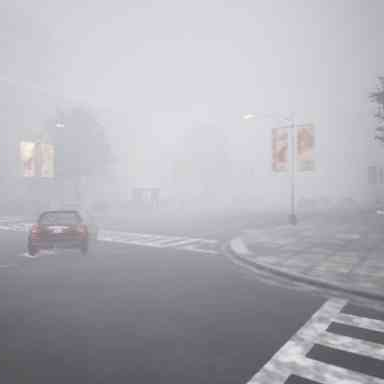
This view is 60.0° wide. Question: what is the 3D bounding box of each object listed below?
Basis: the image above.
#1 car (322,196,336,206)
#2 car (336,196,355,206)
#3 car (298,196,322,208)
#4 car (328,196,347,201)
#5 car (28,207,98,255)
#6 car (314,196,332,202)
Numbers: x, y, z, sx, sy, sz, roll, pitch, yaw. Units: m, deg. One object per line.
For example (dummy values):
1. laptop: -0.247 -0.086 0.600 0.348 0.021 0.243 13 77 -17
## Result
1. car: 23.813 1.613 59.742 2.128 1.511 4.902 -1 0 36
2. car: 27.166 1.658 58.241 1.994 1.385 4.181 -1 0 37
3. car: 17.842 1.612 51.285 2.128 1.511 4.902 -1 0 36
4. car: 37.705 1.751 86.313 4.718 1.301 1.895 0 0 -25
5. car: -5.284 1.447 14.112 2.097 1.767 4.553 0 0 -12
6. car: 32.849 1.692 83.270 4.674 1.452 2.002 0 0 -35
